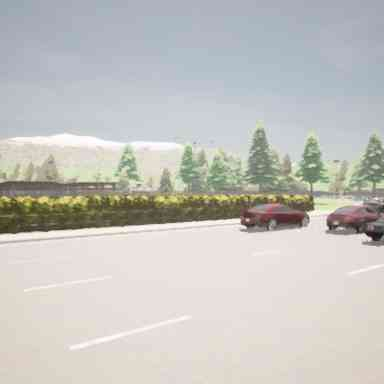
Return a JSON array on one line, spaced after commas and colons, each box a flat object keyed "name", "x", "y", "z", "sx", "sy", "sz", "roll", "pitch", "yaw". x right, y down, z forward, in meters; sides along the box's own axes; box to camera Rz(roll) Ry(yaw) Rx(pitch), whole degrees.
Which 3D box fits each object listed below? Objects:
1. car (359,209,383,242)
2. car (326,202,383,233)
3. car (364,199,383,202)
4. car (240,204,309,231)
[{"name": "car", "x": 9.836, "y": 1.578, "z": 15.058, "sx": 4.718, "sy": 1.301, "sz": 1.895, "roll": 0, "pitch": 0, "yaw": -35}, {"name": "car", "x": 9.596, "y": 1.500, "z": 19.205, "sx": 4.674, "sy": 1.442, "sz": 1.812, "roll": 0, "pitch": 0, "yaw": -36}, {"name": "car", "x": 17.863, "y": 1.446, "z": 32.564, "sx": 2.128, "sy": 1.511, "sz": 4.902, "roll": 0, "pitch": 0, "yaw": 39}, {"name": "car", "x": 5.144, "y": 1.456, "z": 20.398, "sx": 5.008, "sy": 1.535, "sz": 1.882, "roll": 0, "pitch": 0, "yaw": -36}]
